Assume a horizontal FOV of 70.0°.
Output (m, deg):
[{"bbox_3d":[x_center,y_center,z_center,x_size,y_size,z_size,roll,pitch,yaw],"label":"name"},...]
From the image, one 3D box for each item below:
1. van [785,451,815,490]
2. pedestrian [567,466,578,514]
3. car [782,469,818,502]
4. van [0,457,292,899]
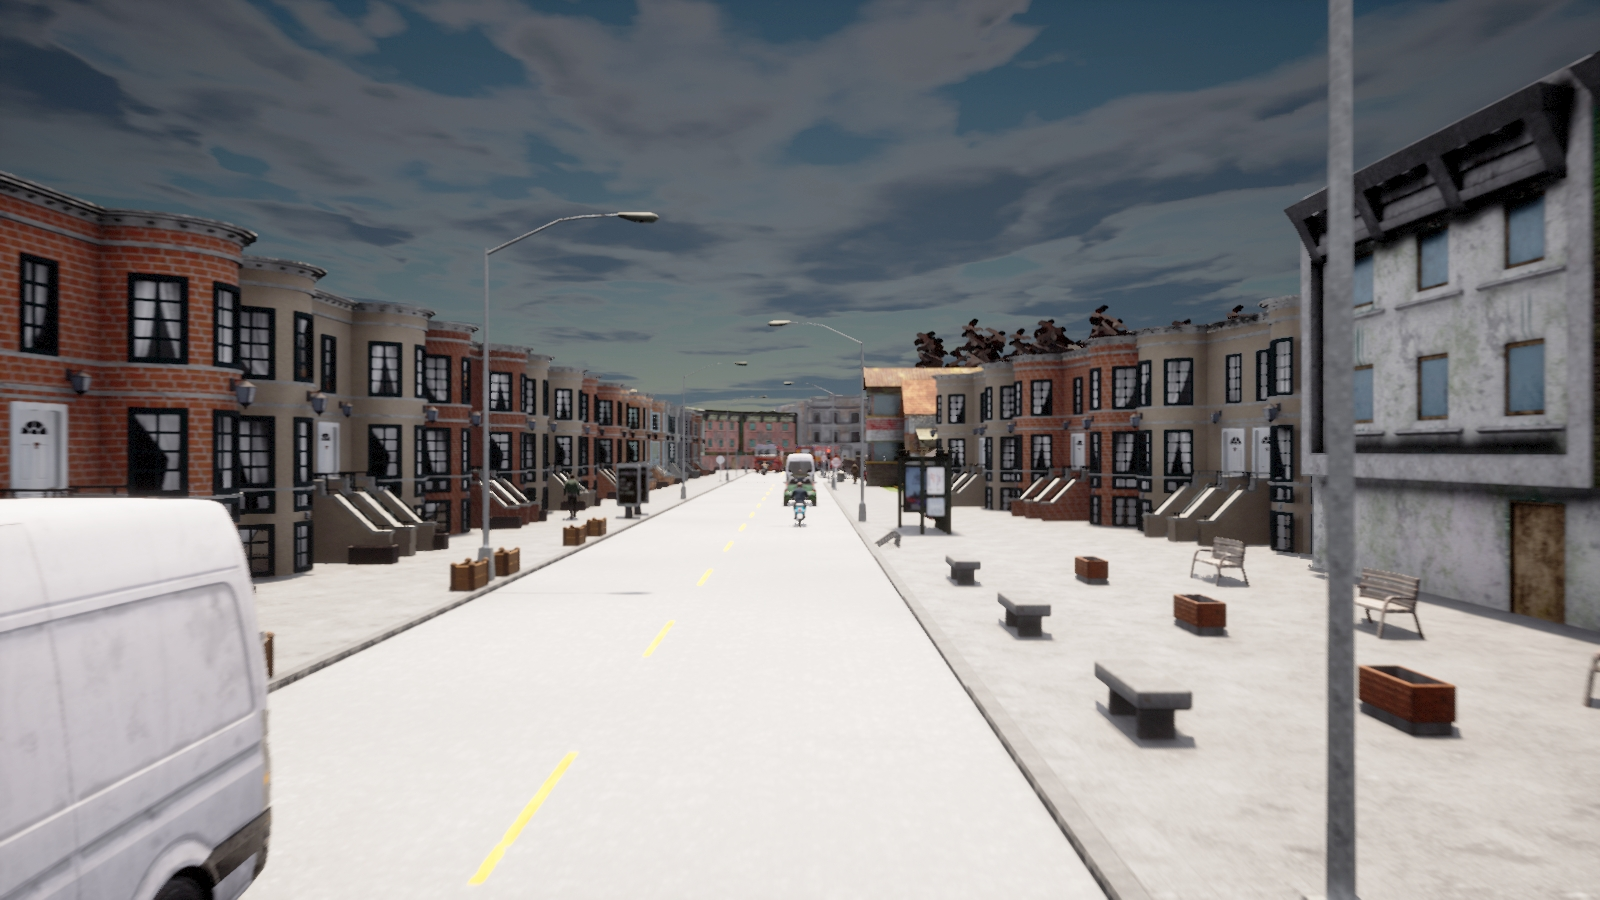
[{"bbox_3d":[0.007,1.360,77.665,1.988,2.561,5.915,0,0,0],"label":"van"},{"bbox_3d":[-8.899,1.551,44.725,0.375,1.860,0.375,0,0,-5],"label":"pedestrian"},{"bbox_3d":[0.002,1.815,59.409,1.851,1.617,3.988,0,0,0],"label":"car"},{"bbox_3d":[-4.006,1.317,3.815,1.988,2.561,5.915,0,0,0],"label":"van"}]
